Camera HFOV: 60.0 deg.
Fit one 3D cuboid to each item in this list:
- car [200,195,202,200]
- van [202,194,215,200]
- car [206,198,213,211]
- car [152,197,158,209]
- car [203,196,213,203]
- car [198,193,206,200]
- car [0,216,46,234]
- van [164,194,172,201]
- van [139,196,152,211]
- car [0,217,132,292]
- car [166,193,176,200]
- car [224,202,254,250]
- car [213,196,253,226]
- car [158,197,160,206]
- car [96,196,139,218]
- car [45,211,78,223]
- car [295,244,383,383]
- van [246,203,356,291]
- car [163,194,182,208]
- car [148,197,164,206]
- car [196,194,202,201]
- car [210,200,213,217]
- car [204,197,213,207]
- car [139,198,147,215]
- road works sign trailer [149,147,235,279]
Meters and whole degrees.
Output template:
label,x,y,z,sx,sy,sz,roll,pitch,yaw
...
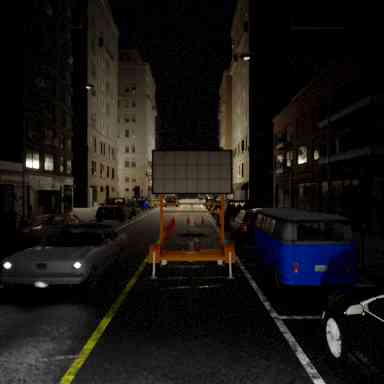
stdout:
label,x,y,z,sx,sy,sz,roll,pitch,yaw
car,2.699,1.501,54.243,1.752,1.417,4.829,0,0,0
van,2.696,1.324,48.404,1.690,1.788,3.998,0,0,0
car,2.685,1.560,31.395,1.947,1.339,4.313,0,0,0
car,-5.833,1.515,42.554,1.752,1.417,4.829,0,0,0
car,2.692,1.571,42.734,1.802,1.307,4.206,0,0,0
car,2.722,1.236,92.439,2.192,1.841,5.009,0,0,0
car,-5.854,1.544,8.714,1.887,1.381,4.507,0,0,0
van,-5.810,1.281,81.256,1.690,1.788,3.998,0,0,0
van,-5.837,1.334,37.055,1.690,1.788,3.998,0,0,0
car,-3.097,1.600,9.036,1.895,1.301,4.718,0,0,0
car,-5.803,1.236,92.429,2.192,1.841,5.009,0,0,0
car,2.675,1.438,14.387,1.967,1.590,4.097,0,0,0
car,2.678,1.312,20.056,2.192,1.841,5.009,0,0,0
car,-5.830,1.509,48.223,1.752,1.417,4.829,0,0,0
car,-5.844,1.311,25.719,2.192,1.841,5.009,0,0,0
car,-5.851,1.523,14.212,1.752,1.417,4.829,0,0,0
car,2.669,1.551,3.049,2.008,1.369,4.403,0,0,0
van,2.672,1.340,8.718,1.690,1.788,3.998,0,0,0
car,-2.973,1.335,47.983,2.097,1.767,4.553,0,0,0
car,-5.826,1.526,54.061,2.008,1.369,4.403,0,0,0
car,2.716,1.380,81.269,1.967,1.590,4.097,0,0,0
car,2.682,1.561,25.726,1.947,1.339,4.313,0,0,0
car,2.689,1.544,37.064,2.008,1.369,4.403,0,0,0
car,-5.840,1.545,31.387,2.008,1.369,4.403,0,0,0
road works sign trailer,0.005,0.463,10.030,2.380,3.560,2.880,0,0,0
